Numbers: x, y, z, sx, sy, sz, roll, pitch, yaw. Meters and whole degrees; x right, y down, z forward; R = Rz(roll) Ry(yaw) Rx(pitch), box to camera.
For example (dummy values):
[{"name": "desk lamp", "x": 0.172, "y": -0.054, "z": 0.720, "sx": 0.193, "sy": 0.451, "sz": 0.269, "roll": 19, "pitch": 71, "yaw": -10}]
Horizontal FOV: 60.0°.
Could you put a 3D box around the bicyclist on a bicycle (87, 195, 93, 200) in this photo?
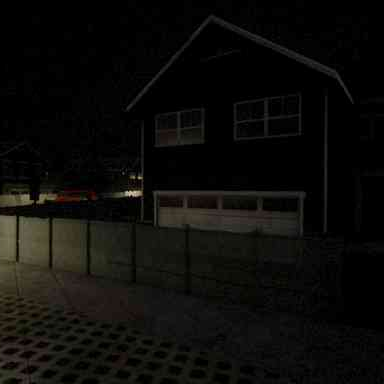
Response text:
[{"name": "bicyclist on a bicycle", "x": -7.784, "y": 1.044, "z": 25.400, "sx": 1.656, "sy": 1.620, "sz": 0.582, "roll": 0, "pitch": 1, "yaw": 27}]

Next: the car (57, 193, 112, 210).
[{"name": "car", "x": -9.023, "y": 1.175, "z": 29.452, "sx": 2.128, "sy": 1.511, "sz": 4.902, "roll": 0, "pitch": 1, "yaw": 26}]

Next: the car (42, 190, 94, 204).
[{"name": "car", "x": -11.420, "y": 0.878, "z": 31.385, "sx": 2.150, "sy": 2.045, "sz": 5.566, "roll": 0, "pitch": 1, "yaw": 25}]
